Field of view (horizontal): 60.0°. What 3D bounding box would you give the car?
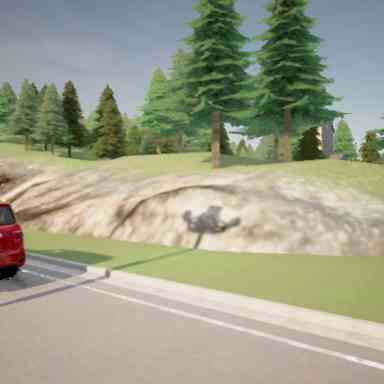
[{"bbox_3d":[-6.573,1.198,8.714,5.566,2.045,2.150,0,0,36],"label":"car"}]
